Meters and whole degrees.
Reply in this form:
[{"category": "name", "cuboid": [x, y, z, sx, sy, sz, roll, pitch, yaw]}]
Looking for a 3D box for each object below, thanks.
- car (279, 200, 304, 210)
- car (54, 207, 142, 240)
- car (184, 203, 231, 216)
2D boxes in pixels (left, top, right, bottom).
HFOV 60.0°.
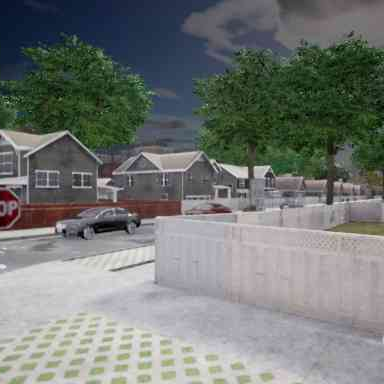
[{"category": "car", "cuboid": [12.720, 1.749, 42.385, 2.128, 1.511, 4.902, 0, 0, 36]}, {"category": "car", "cuboid": [-4.831, 1.559, 17.691, 2.128, 1.511, 4.902, 0, 0, 35]}, {"category": "car", "cuboid": [1.306, 1.609, 26.361, 1.882, 1.535, 5.008, 0, 0, 35]}]
